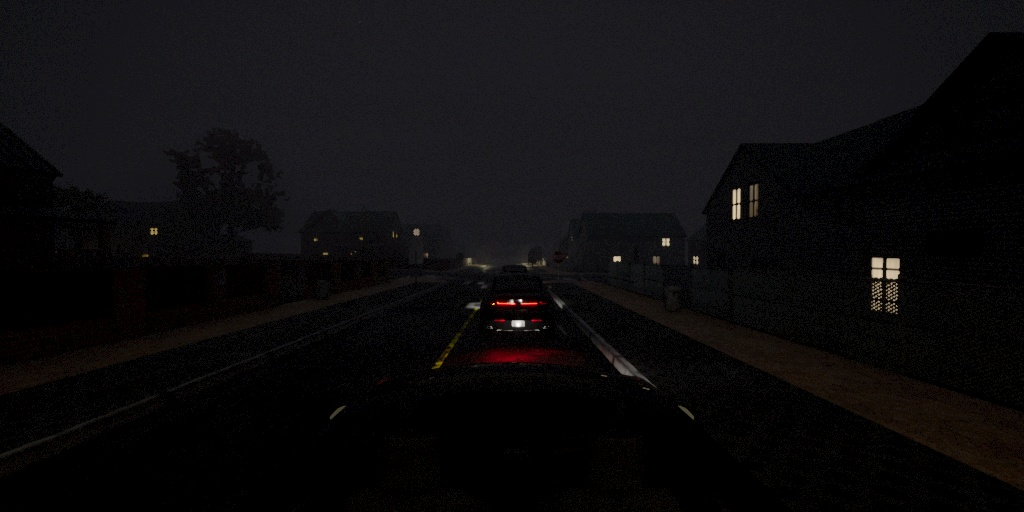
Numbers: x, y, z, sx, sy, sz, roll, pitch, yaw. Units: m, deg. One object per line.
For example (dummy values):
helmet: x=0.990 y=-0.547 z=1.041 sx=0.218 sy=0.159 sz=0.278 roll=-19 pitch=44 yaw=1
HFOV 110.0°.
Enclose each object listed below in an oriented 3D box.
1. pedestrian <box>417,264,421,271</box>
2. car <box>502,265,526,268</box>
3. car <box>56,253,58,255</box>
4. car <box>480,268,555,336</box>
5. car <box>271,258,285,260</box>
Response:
pedestrian: x=-9.567 y=0.609 z=36.973 sx=0.375 sy=1.860 sz=0.375 roll=0 pitch=0 yaw=1
car: x=0.106 y=1.249 z=20.695 sx=1.837 sy=1.490 sz=4.892 roll=0 pitch=0 yaw=-2
car: x=-41.643 y=0.469 z=31.767 sx=4.892 sy=1.490 sz=1.837 roll=1 pitch=1 yaw=1
car: x=0.133 y=1.251 z=10.371 sx=1.837 sy=1.490 sz=4.892 roll=0 pitch=0 yaw=0
car: x=-20.675 y=0.924 z=31.334 sx=5.357 sy=1.411 sz=2.033 roll=1 pitch=1 yaw=1
